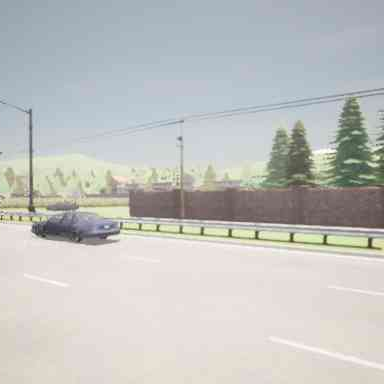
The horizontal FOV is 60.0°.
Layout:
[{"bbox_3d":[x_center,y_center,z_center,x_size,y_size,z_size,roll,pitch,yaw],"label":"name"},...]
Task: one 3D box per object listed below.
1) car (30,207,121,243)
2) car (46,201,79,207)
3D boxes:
[{"bbox_3d":[-5.988,1.691,16.860,5.357,1.411,2.033,-1,0,35],"label":"car"},{"bbox_3d":[-17.266,1.954,44.315,4.181,1.385,1.994,0,0,-24],"label":"car"}]
